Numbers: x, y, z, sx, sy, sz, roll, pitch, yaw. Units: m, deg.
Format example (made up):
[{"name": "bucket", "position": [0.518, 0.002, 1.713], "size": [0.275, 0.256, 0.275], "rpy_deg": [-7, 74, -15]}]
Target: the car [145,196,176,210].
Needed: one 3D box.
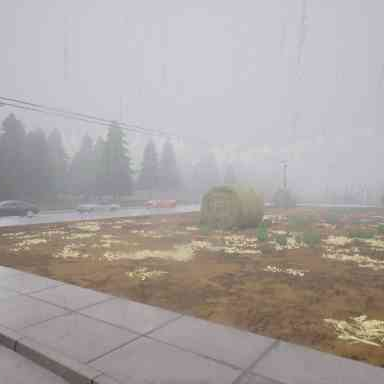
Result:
[{"name": "car", "position": [-4.213, 1.379, 44.728], "size": [2.097, 1.767, 4.553], "rpy_deg": [0, 0, 37]}]

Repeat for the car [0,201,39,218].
[{"name": "car", "position": [-15.949, 1.533, 28.931], "size": [1.837, 1.490, 4.892], "rpy_deg": [0, 0, 37]}]

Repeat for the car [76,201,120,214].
[{"name": "car", "position": [-10.307, 1.628, 36.536], "size": [1.895, 1.301, 4.718], "rpy_deg": [0, 0, 37]}]
